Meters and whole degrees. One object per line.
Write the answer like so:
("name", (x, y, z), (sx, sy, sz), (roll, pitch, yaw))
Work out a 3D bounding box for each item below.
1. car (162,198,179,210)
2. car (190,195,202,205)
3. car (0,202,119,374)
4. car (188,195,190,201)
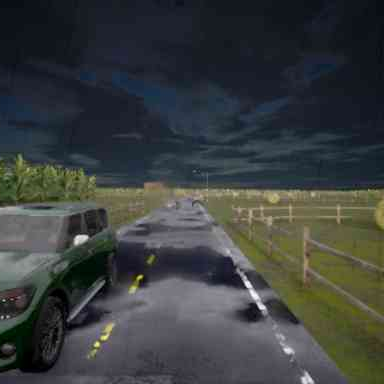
("car", (-2.837, 1.577, 44.501), (2.128, 1.511, 4.902), (0, 0, 0))
("car", (0.961, 1.643, 62.788), (1.812, 1.442, 4.674), (0, 0, 0))
("car", (-2.843, 1.237, 6.027), (2.150, 2.045, 5.566), (0, 0, 0))
("car", (-0.001, 1.536, 81.866), (2.128, 1.511, 4.902), (0, 0, 0))
